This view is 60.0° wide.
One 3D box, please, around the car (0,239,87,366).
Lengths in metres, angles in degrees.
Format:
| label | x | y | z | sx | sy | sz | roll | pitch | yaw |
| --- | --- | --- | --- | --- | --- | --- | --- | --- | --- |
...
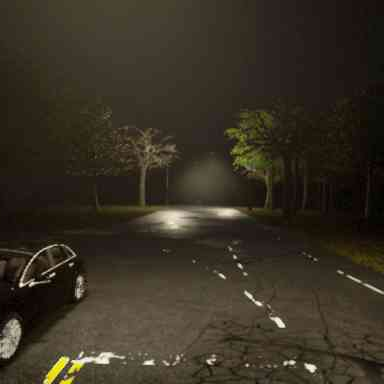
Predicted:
| label | x | y | z | sx | sy | sz | roll | pitch | yaw |
| --- | --- | --- | --- | --- | --- | --- | --- | --- | --- |
| car | -3.467 | 1.740 | 6.237 | 1.837 | 1.490 | 4.892 | 1 | -2 | 1 |
